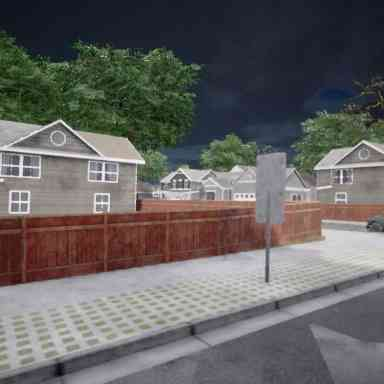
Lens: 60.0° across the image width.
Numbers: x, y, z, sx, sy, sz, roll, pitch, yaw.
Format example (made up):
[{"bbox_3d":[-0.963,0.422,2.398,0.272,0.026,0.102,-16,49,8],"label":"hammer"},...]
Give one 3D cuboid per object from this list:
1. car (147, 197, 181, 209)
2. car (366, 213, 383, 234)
[{"bbox_3d":[-3.440,1.592,38.014,2.150,2.045,5.566,3,-2,-37],"label":"car"},{"bbox_3d":[11.528,1.645,17.472,1.994,1.385,4.181,3,-2,-41],"label":"car"}]
